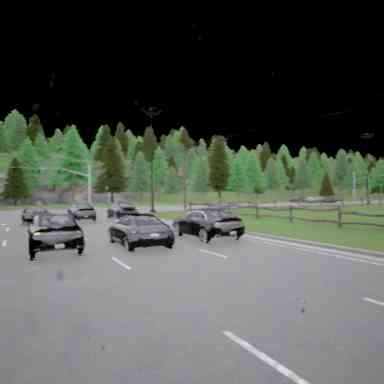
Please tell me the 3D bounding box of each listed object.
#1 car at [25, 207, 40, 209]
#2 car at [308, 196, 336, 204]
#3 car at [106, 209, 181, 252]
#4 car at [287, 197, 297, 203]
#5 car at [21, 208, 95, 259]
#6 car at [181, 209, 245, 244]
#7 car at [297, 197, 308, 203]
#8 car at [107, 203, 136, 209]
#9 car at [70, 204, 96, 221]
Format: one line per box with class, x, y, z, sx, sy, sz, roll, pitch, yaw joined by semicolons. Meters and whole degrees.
car;-12.437;1.862;26.303;1.895;1.301;4.718;0;0;-29
car;26.919;1.658;67.916;5.357;1.411;2.033;0;0;-27
car;-2.373;1.667;14.764;1.994;1.385;4.181;0;0;-27
car;23.743;1.722;74.153;5.357;1.411;2.033;0;0;-27
car;-5.543;1.617;13.272;2.128;1.511;4.902;0;0;-27
car;0.658;1.576;16.519;2.128;1.511;4.902;0;0;-27
car;25.331;1.674;71.035;4.674;1.442;1.812;0;0;-27
car;-6.322;1.729;29.792;1.837;1.490;4.892;0;0;-28
car;-9.438;1.735;28.161;2.128;1.511;4.902;0;0;-29
